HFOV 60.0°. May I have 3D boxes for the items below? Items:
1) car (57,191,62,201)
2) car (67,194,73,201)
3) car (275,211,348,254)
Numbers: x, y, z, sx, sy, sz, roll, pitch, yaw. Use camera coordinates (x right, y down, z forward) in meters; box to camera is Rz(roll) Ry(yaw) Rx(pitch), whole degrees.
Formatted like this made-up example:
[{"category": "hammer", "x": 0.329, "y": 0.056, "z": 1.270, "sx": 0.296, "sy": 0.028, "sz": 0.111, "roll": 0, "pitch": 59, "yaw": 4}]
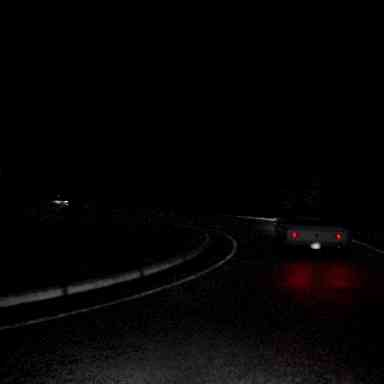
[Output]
[{"category": "car", "x": -24.405, "y": 0.610, "z": 63.613, "sx": 2.150, "sy": 2.045, "sz": 5.566, "roll": 0, "pitch": 1, "yaw": -16}, {"category": "car", "x": -14.449, "y": 1.238, "z": 41.422, "sx": 2.033, "sy": 1.411, "sz": 5.357, "roll": 0, "pitch": 1, "yaw": -18}, {"category": "car", "x": 4.252, "y": 1.361, "z": 12.547, "sx": 1.895, "sy": 1.301, "sz": 4.718, "roll": 1, "pitch": 1, "yaw": 10}]
